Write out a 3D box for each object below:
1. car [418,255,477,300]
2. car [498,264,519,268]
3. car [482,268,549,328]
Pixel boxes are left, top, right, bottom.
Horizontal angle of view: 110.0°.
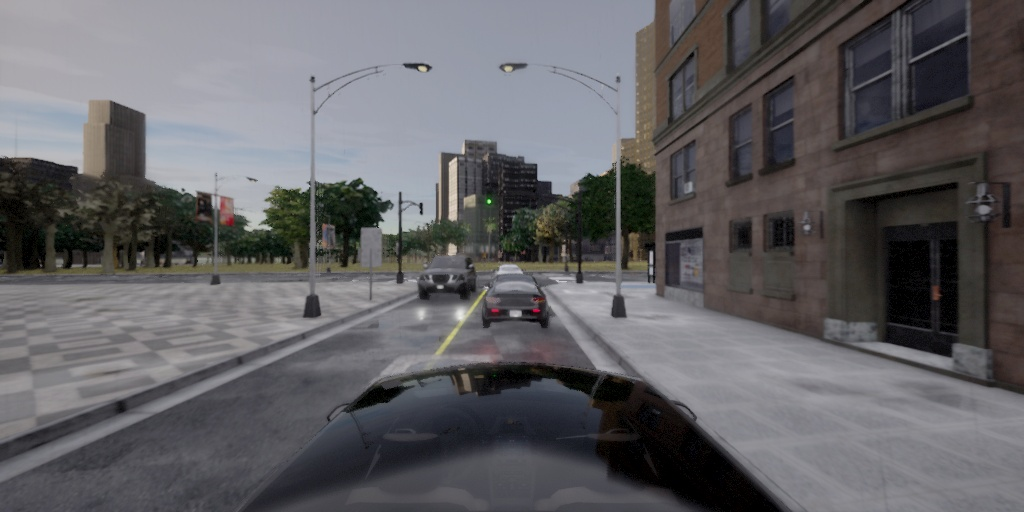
[{"bbox_3d":[-3.013,0.961,17.857,2.150,2.045,5.566,0,0,0],"label":"car"},{"bbox_3d":[-0.224,1.248,22.816,1.812,1.442,4.674,0,1,-4],"label":"car"},{"bbox_3d":[0.094,1.269,11.226,1.812,1.442,4.674,0,0,0],"label":"car"}]
